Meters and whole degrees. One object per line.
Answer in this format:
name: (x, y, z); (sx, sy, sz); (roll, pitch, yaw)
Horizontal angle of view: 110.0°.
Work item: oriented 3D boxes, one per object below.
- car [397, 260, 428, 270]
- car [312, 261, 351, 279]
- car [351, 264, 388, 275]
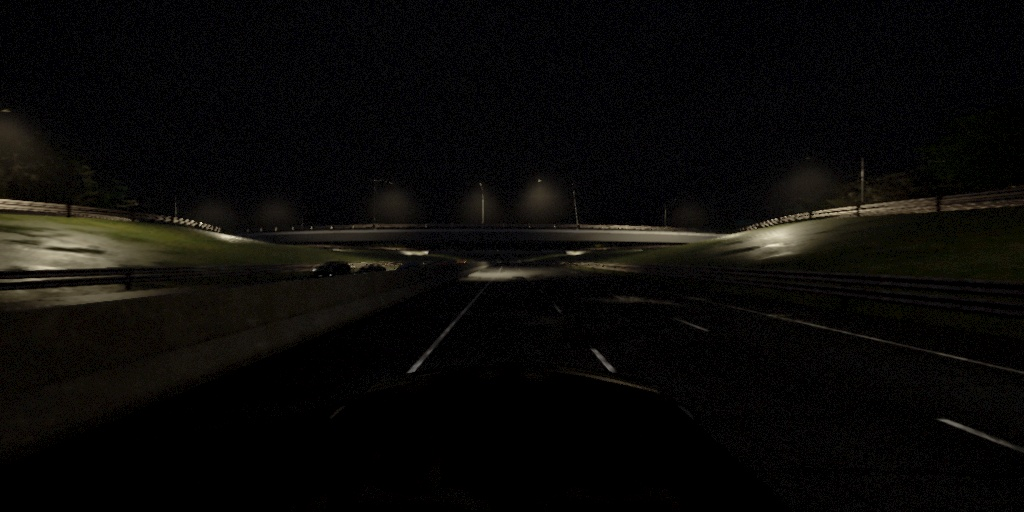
car: (-10.678, 1.430, 37.979); (1.882, 1.535, 5.008); (0, -1, 0)
car: (-17.665, 1.289, 35.399); (2.097, 1.767, 4.553); (0, 0, 0)
car: (-14.169, 1.507, 36.489); (1.994, 1.385, 4.181); (0, 0, 0)
